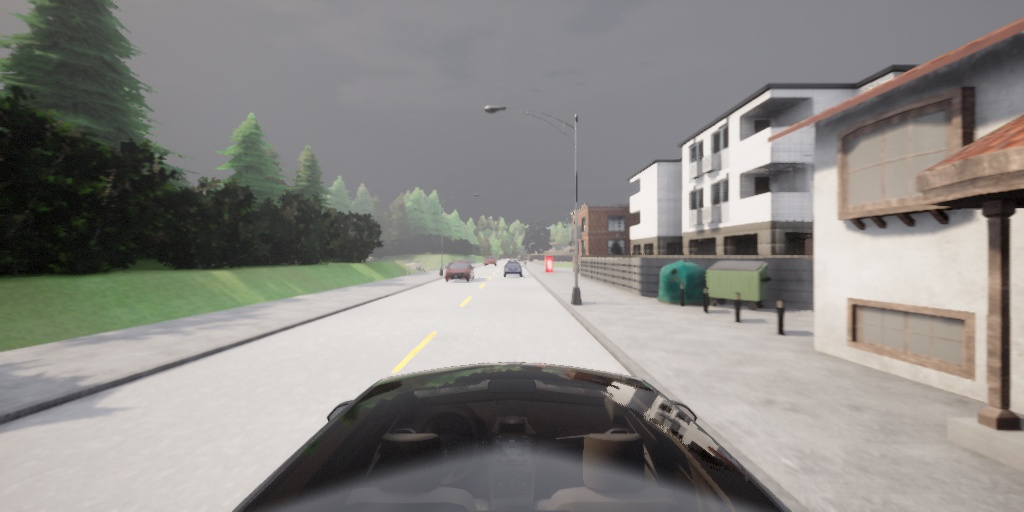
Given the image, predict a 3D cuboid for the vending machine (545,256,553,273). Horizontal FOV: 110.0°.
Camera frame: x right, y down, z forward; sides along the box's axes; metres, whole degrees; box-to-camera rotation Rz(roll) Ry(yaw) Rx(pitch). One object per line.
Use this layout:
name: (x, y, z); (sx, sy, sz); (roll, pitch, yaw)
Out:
vending machine: (4.296, 0.943, 41.508); (1.100, 2.100, 0.880); (0, 0, 0)

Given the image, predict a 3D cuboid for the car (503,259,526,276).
car: (0.098, 1.295, 36.471); (2.033, 1.411, 5.357); (0, 0, 0)

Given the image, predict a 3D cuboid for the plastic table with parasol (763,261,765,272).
plastic table with parasol: (38.398, 0.669, 51.293); (2.482, 2.480, 2.482); (0, 0, 0)

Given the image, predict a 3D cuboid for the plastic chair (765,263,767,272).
plastic chair: (37.198, 1.273, 51.393); (0.730, 1.272, 0.750); (0, 0, 0)

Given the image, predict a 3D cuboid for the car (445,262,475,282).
car: (-4.100, 1.226, 28.674); (1.882, 1.535, 5.008); (0, 0, 0)
